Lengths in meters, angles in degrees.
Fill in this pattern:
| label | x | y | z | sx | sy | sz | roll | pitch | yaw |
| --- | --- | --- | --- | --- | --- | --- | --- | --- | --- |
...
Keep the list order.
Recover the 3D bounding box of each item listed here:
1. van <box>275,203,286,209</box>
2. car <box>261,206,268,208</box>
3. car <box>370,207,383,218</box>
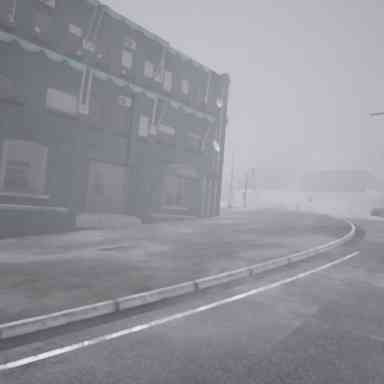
| label | x | y | z | sx | sy | sz | roll | pitch | yaw |
| --- | --- | --- | --- | --- | --- | --- | --- | --- | --- |
| van | 15.434 | 3.057 | 57.919 | 1.878 | 1.987 | 4.442 | 2 | -5 | 19 |
| car | 13.120 | 3.365 | 59.863 | 2.002 | 1.452 | 4.674 | 1 | -6 | 19 |
| car | 20.405 | 2.015 | 32.404 | 5.357 | 1.411 | 2.033 | 2 | -3 | 39 |
